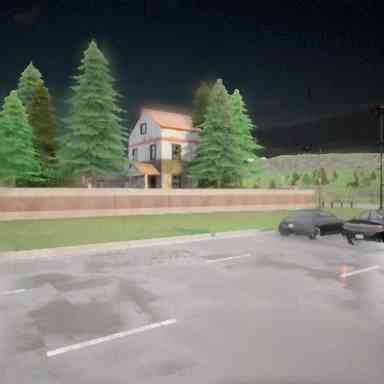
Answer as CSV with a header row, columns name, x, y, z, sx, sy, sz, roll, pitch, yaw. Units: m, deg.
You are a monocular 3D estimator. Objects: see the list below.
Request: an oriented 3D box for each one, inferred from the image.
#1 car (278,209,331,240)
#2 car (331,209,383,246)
name,x,y,z,sx,sy,sz,roll,pitch,yaw
car,6.352,1.569,16.998,4.181,1.385,1.994,0,0,-35
car,8.384,1.492,14.149,4.902,1.511,2.128,0,0,-35
